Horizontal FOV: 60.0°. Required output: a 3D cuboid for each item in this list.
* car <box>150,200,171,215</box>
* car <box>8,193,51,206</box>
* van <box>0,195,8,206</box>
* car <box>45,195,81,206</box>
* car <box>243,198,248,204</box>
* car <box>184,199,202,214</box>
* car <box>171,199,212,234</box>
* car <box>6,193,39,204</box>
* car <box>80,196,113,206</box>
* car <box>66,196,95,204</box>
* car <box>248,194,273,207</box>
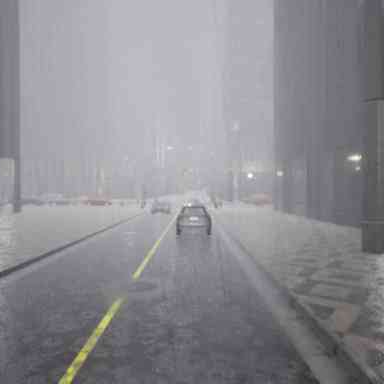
[{"bbox_3d":[-3.037,1.549,33.874,2.033,1.411,5.357,0,0,0],"label":"car"},{"bbox_3d":[-25.966,1.313,53.232,5.009,1.841,2.192,0,1,0],"label":"car"},{"bbox_3d":[-31.492,1.317,53.214,3.998,1.788,1.690,0,1,0],"label":"van"},{"bbox_3d":[-20.442,1.572,53.251,4.403,1.369,2.008,0,1,0],"label":"car"},{"bbox_3d":[12.110,1.358,61.870,5.009,1.841,2.192,0,1,0],"label":"car"},{"bbox_3d":[0.097,1.509,36.519,1.837,1.490,4.892,0,0,0],"label":"car"},{"bbox_3d":[0.099,1.422,19.289,2.033,1.649,4.856,0,0,0],"label":"car"},{"bbox_3d":[-31.503,1.162,61.745,5.009,1.841,2.192,0,1,0],"label":"car"},{"bbox_3d":[-14.917,1.590,53.269,4.507,1.381,1.887,0,1,0],"label":"car"},{"bbox_3d":[-20.625,1.417,61.777,4.829,1.417,1.752,0,1,0],"label":"car"},{"bbox_3d":[12.125,1.487,53.346,5.009,1.841,2.192,0,1,0],"label":"car"}]
